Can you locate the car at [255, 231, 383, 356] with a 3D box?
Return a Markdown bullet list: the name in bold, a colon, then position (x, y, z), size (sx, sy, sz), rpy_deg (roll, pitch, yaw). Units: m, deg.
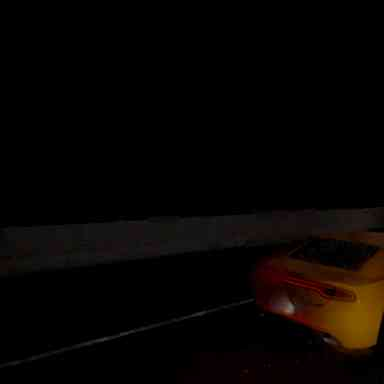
- **car**: position (3.362, 1.469, 6.113), size (5.008, 1.535, 1.882), rpy_deg (0, 0, -36)
